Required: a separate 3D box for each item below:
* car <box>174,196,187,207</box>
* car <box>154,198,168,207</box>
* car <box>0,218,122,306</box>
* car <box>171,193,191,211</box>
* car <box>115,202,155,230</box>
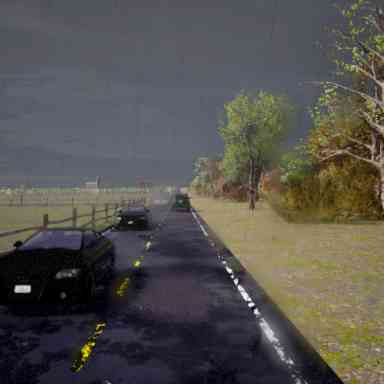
[{"bbox_3d":[-1.740,1.416,49.850,1.882,1.535,5.008,0,0,-2],"label":"car"},{"bbox_3d":[-4.717,1.538,50.639,1.895,1.301,4.718,0,0,-2],"label":"car"},{"bbox_3d":[-3.119,1.564,7.991,1.994,1.385,4.181,0,0,-2],"label":"car"},{"bbox_3d":[-1.342,1.182,39.390,2.150,2.045,5.566,0,0,-2],"label":"car"},{"bbox_3d":[-3.588,1.555,20.835,1.994,1.385,4.181,0,0,-3],"label":"car"}]
